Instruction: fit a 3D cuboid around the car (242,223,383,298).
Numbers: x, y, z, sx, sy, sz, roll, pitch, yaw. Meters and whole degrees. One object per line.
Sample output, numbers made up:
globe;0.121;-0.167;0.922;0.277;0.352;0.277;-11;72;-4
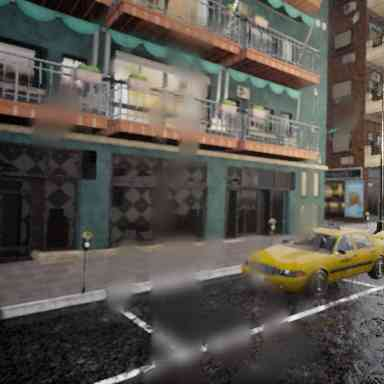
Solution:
car;3.407;1.515;8.491;4.829;1.417;1.752;0;2;-35
